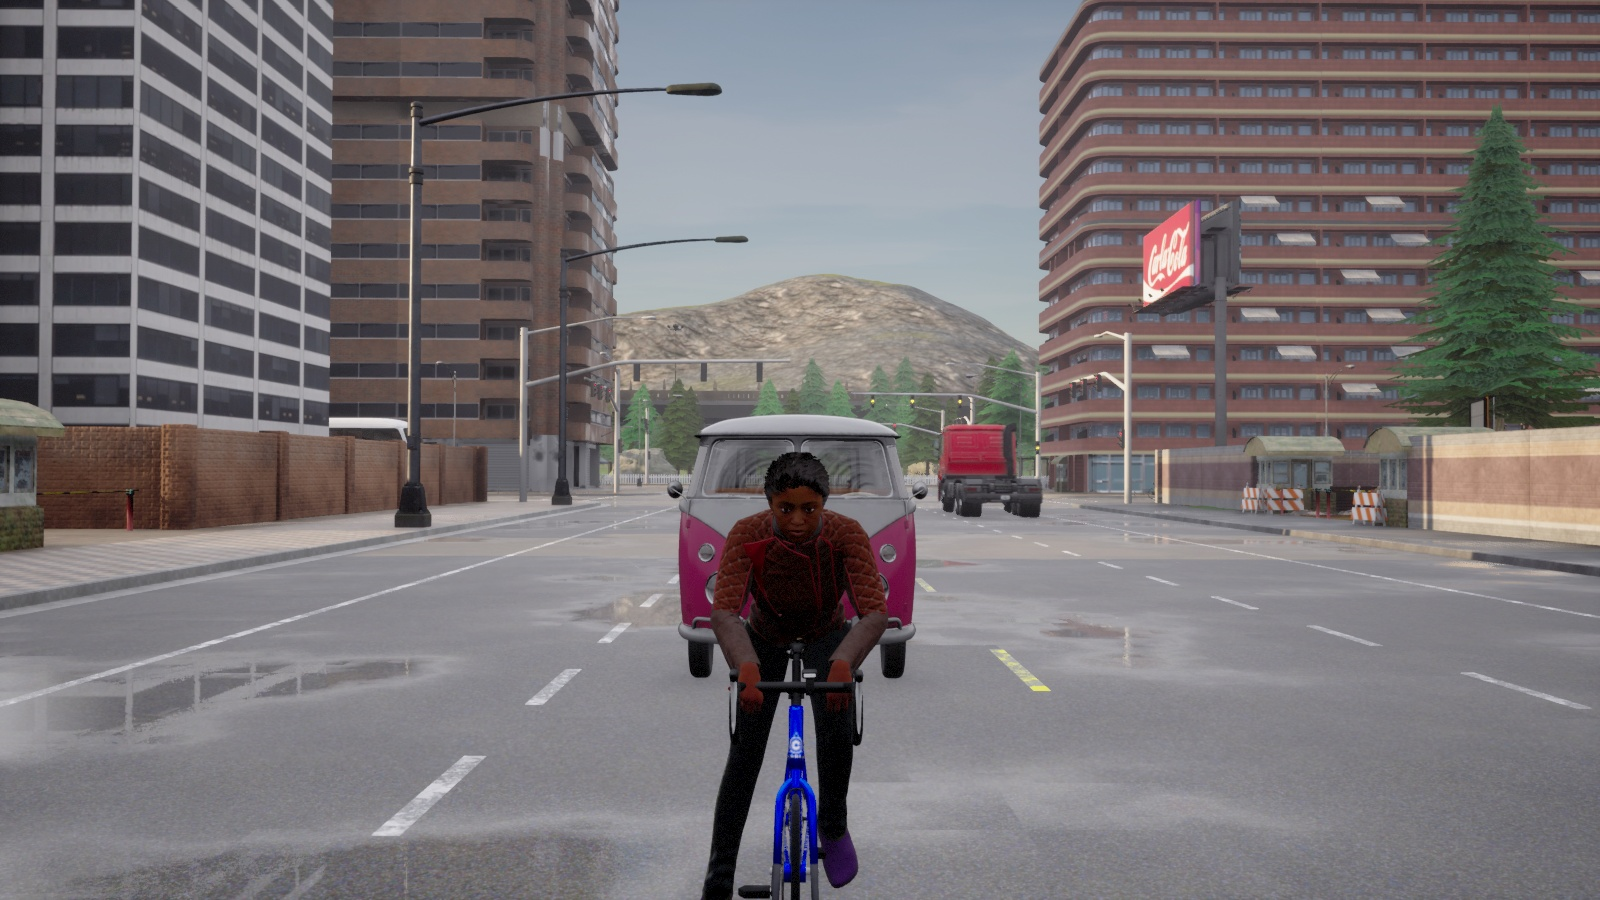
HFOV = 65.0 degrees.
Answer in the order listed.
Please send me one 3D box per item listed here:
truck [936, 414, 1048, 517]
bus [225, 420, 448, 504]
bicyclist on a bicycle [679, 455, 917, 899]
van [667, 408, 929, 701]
[{"bbox_3d":[6.933,0.584,46.487,2.891,3.462,7.936,0,-1,0],"label":"truck"},{"bbox_3d":[-24.146,0.639,65.914,10.273,4.253,3.944,0,-1,0],"label":"bus"},{"bbox_3d":[-0.005,0.833,3.919,0.582,1.620,1.656,0,-1,0],"label":"bicyclist on a bicycle"},{"bbox_3d":[-0.015,0.748,10.772,1.775,1.987,4.442,0,-1,0],"label":"van"}]
